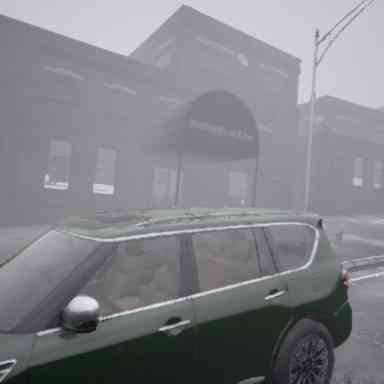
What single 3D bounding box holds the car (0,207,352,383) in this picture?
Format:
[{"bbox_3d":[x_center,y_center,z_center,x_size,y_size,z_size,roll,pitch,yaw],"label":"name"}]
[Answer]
[{"bbox_3d":[-0.634,1.218,3.444,5.566,2.045,2.150,0,0,-34],"label":"car"}]
